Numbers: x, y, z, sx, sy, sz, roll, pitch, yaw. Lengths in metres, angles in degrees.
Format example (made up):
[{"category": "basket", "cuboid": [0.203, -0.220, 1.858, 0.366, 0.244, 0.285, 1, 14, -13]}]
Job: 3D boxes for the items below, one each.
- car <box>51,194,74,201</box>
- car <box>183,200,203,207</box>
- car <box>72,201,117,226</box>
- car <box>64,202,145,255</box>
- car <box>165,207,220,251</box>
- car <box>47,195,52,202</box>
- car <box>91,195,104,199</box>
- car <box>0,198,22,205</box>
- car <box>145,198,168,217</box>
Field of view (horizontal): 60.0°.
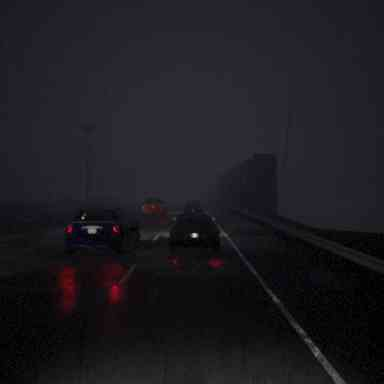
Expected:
[{"category": "car", "cuboid": [-24.079, 1.514, 63.290, 2.033, 1.411, 5.357, 0, 0, 1]}, {"category": "car", "cuboid": [0.100, 1.511, 33.373, 1.812, 1.442, 4.674, 0, 0, 0]}, {"category": "car", "cuboid": [-6.908, 1.494, 24.194, 1.837, 1.490, 4.892, 0, 0, 0]}, {"category": "car", "cuboid": [-3.405, 1.346, 13.462, 2.097, 1.767, 4.553, 0, 0, 0]}, {"category": "car", "cuboid": [0.095, 1.558, 14.188, 1.994, 1.385, 4.181, 0, 0, 0]}, {"category": "car", "cuboid": [-30.849, 1.310, 75.031, 2.097, 1.767, 4.553, 0, 0, 1]}, {"category": "car", "cuboid": [-20.390, 1.492, 71.944, 2.128, 1.511, 4.902, 0, 0, 1]}, {"category": "car", "cuboid": [-27.914, 1.578, 50.563, 1.895, 1.301, 4.718, 0, 0, 2]}, {"category": "car", "cuboid": [-3.411, 1.338, 31.250, 2.097, 1.767, 4.553, 0, 0, 0]}]
